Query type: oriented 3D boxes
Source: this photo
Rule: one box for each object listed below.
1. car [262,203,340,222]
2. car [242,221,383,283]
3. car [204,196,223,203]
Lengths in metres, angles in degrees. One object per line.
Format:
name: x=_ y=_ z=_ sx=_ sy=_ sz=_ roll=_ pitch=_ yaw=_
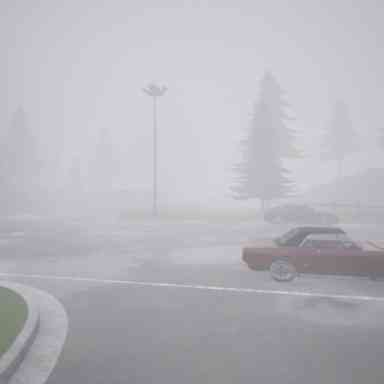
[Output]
car: x=7.227 y=1.515 z=22.296 sx=4.892 sy=1.490 sz=1.837 roll=0 pitch=0 yaw=13
car: x=3.742 y=1.605 z=8.731 sx=4.718 sy=1.301 sz=1.895 roll=0 pitch=0 yaw=13
car: x=4.393 y=1.512 z=69.426 sx=2.128 sy=1.511 sz=4.902 roll=0 pitch=0 yaw=-34
